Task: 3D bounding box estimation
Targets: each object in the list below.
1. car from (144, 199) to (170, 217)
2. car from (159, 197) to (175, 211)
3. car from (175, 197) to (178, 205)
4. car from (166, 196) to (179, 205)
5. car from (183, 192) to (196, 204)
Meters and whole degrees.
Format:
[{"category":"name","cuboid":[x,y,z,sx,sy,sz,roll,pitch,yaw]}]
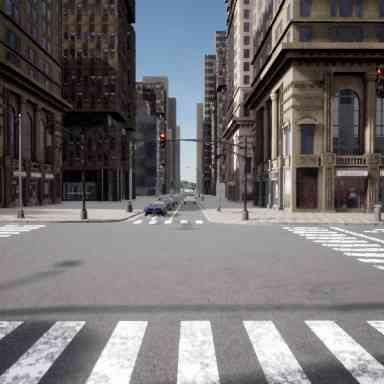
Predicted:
[{"category":"car","cuboid":[-3.375,1.593,31.547,1.895,1.301,4.718,0,0,-1]},{"category":"car","cuboid":[-3.455,1.495,40.877,1.837,1.490,4.892,0,0,-1]},{"category":"car","cuboid":[-3.518,1.514,50.207,1.812,1.442,4.674,0,0,-1]},{"category":"car","cuboid":[-3.562,1.534,60.884,2.033,1.411,5.357,0,0,0]},{"category":"car","cuboid":[-0.421,1.208,62.379,2.150,2.045,5.566,0,0,0]}]
